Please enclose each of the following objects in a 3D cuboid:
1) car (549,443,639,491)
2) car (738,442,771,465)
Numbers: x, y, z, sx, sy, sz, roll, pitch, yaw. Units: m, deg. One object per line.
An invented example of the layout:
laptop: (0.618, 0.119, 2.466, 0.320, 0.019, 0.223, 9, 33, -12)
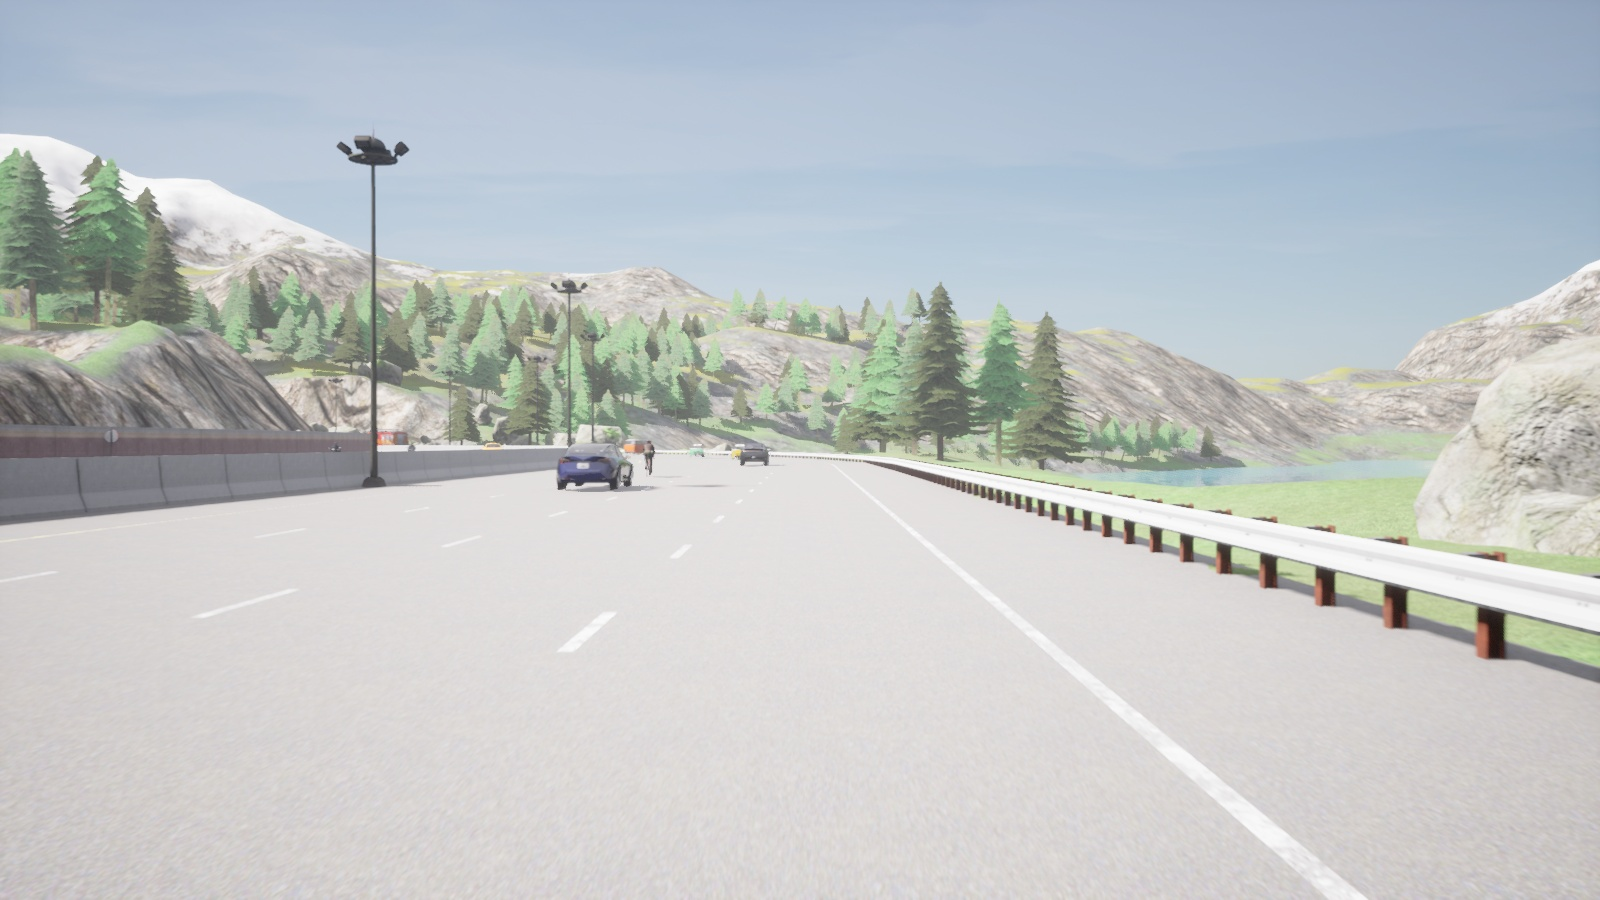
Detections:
car: (-6.745, 0.506, 41.573, 2.163, 1.488, 4.792, 0, 0, 0)
car: (-3.041, 0.223, 84.659, 2.128, 1.511, 4.902, 0, 0, -1)
